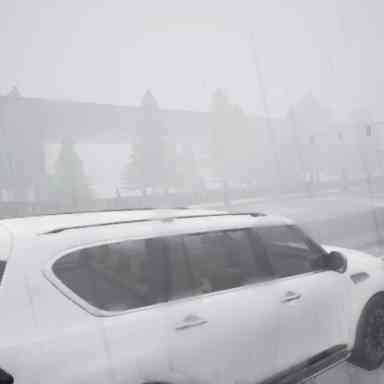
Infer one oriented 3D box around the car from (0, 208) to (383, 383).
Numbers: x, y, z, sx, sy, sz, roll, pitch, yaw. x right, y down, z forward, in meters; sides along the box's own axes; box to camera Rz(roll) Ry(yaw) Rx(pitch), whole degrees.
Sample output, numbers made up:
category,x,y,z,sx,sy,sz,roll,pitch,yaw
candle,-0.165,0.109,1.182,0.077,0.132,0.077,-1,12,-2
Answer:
category,x,y,z,sx,sy,sz,roll,pitch,yaw
car,0.239,1.207,3.928,5.566,2.045,2.150,-1,1,-35
